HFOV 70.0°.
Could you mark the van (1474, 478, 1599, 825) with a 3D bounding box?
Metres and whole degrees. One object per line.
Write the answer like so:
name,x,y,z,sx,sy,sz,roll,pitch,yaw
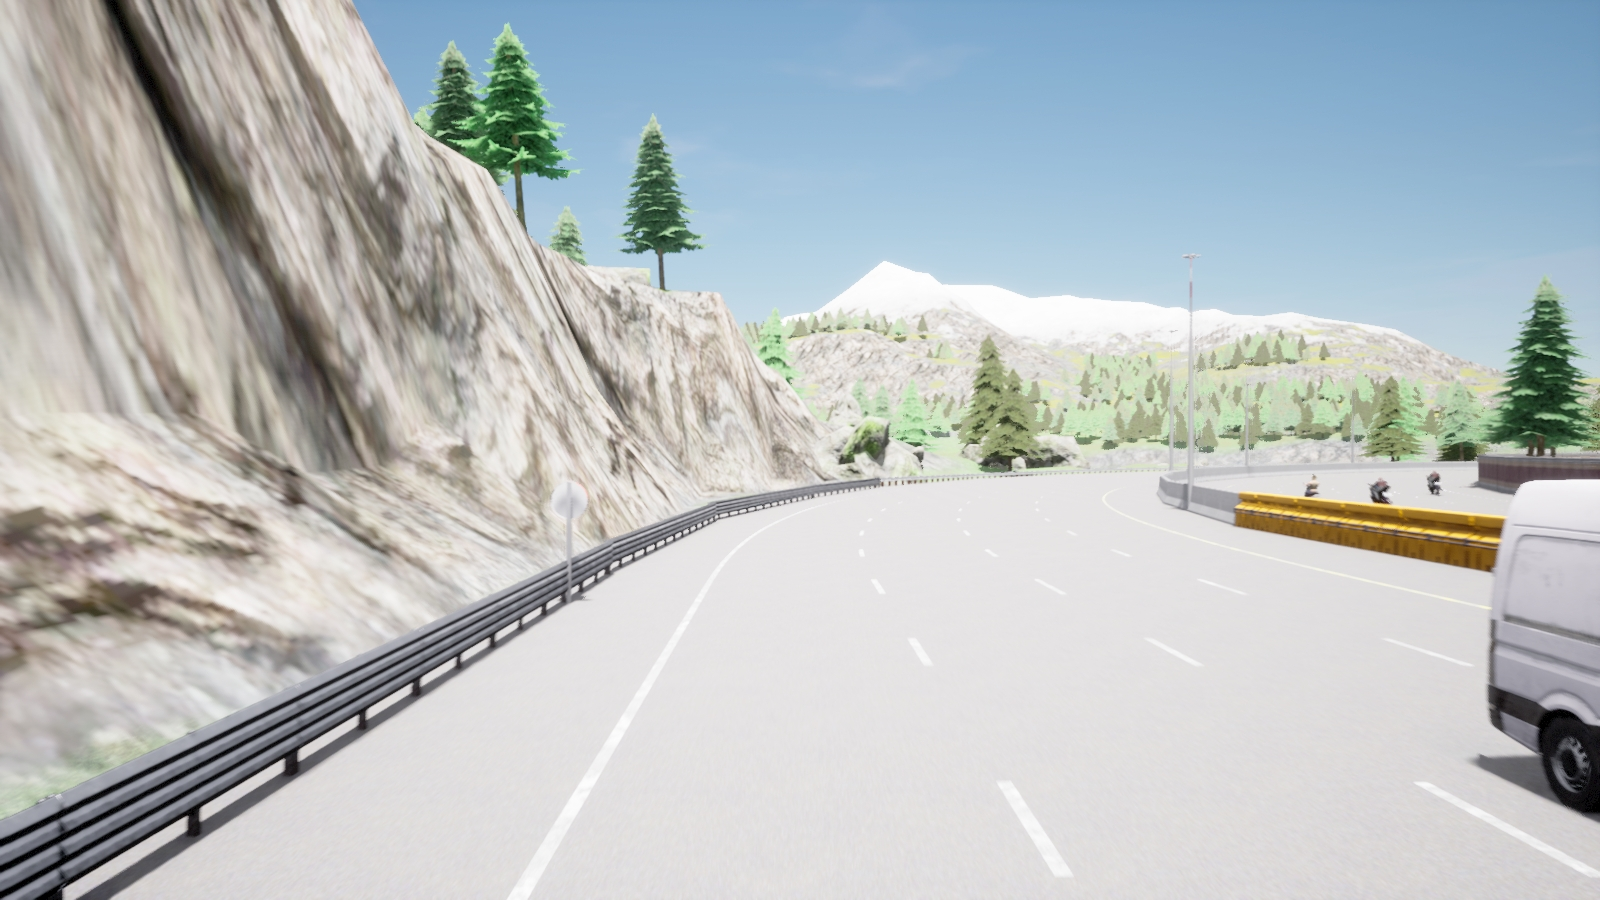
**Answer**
van,6.990,1.528,7.175,1.988,2.561,5.915,0,0,0
